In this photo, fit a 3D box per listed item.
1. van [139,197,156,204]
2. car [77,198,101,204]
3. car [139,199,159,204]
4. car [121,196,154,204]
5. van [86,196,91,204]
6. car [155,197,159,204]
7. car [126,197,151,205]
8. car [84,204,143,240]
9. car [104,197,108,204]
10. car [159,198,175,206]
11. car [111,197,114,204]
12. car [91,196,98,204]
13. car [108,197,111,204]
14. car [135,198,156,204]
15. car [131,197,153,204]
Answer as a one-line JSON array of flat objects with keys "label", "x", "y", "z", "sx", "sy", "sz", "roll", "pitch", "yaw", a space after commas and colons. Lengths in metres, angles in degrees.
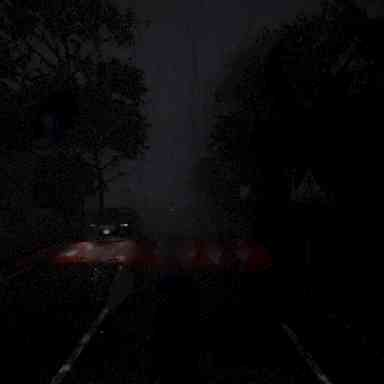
[{"label": "van", "x": -11.640, "y": 2.240, "z": 87.325, "sx": 4.442, "sy": 1.987, "sz": 1.878, "roll": 0, "pitch": -2, "yaw": -1}, {"label": "car", "x": -24.484, "y": 2.195, "z": 79.027, "sx": 4.892, "sy": 1.521, "sz": 2.231, "roll": 0, "pitch": -2, "yaw": -1}, {"label": "car", "x": -11.566, "y": 2.562, "z": 90.094, "sx": 5.008, "sy": 1.535, "sz": 2.097, "roll": 0, "pitch": -2, "yaw": -1}, {"label": "car", "x": -11.071, "y": 1.837, "z": 67.916, "sx": 5.366, "sy": 1.575, "sz": 1.946, "roll": 0, "pitch": -2, "yaw": -1}, {"label": "van", "x": -24.493, "y": 1.700, "z": 70.609, "sx": 4.442, "sy": 1.987, "sz": 1.878, "roll": 0, "pitch": -2, "yaw": -1}, {"label": "car", "x": -11.381, "y": 1.925, "z": 79.006, "sx": 5.566, "sy": 2.045, "sz": 2.435, "roll": 0, "pitch": -2, "yaw": -1}, {"label": "car", "x": -11.300, "y": 1.913, "z": 70.681, "sx": 4.892, "sy": 1.521, "sz": 2.231, "roll": 0, "pitch": -2, "yaw": -1}, {"label": "car", "x": -3.540, "y": 1.495, "z": 16.118, "sx": 2.128, "sy": 1.511, "sz": 4.902, "roll": -1, "pitch": -3, "yaw": -1}, {"label": "car", "x": -24.535, "y": 2.261, "z": 84.568, "sx": 4.553, "sy": 1.767, "sz": 2.185, "roll": 0, "pitch": -2, "yaw": -1}, {"label": "car", "x": -4.079, "y": 1.692, "z": 57.293, "sx": 1.812, "sy": 1.442, "sz": 4.674, "roll": 0, "pitch": -1, "yaw": 0}, {"label": "car", "x": -24.637, "y": 2.579, "z": 90.101, "sx": 5.008, "sy": 1.535, "sz": 2.097, "roll": 0, "pitch": -2, "yaw": -1}, {"label": "car", "x": -24.443, "y": 1.758, "z": 73.502, "sx": 5.566, "sy": 2.045, "sz": 2.435, "roll": 0, "pitch": -2, "yaw": -1}, {"label": "car", "x": -24.597, "y": 2.479, "z": 87.207, "sx": 5.008, "sy": 1.535, "sz": 2.097, "roll": 0, "pitch": -2, "yaw": -1}, {"label": "car", "x": -11.476, "y": 2.302, "z": 81.770, "sx": 4.792, "sy": 1.488, "sz": 2.163, "roll": 0, "pitch": -2, "yaw": -1}, {"label": "car", "x": -11.402, "y": 1.957, "z": 76.231, "sx": 4.553, "sy": 1.767, "sz": 2.185, "roll": 0, "pitch": -2, "yaw": -1}]
